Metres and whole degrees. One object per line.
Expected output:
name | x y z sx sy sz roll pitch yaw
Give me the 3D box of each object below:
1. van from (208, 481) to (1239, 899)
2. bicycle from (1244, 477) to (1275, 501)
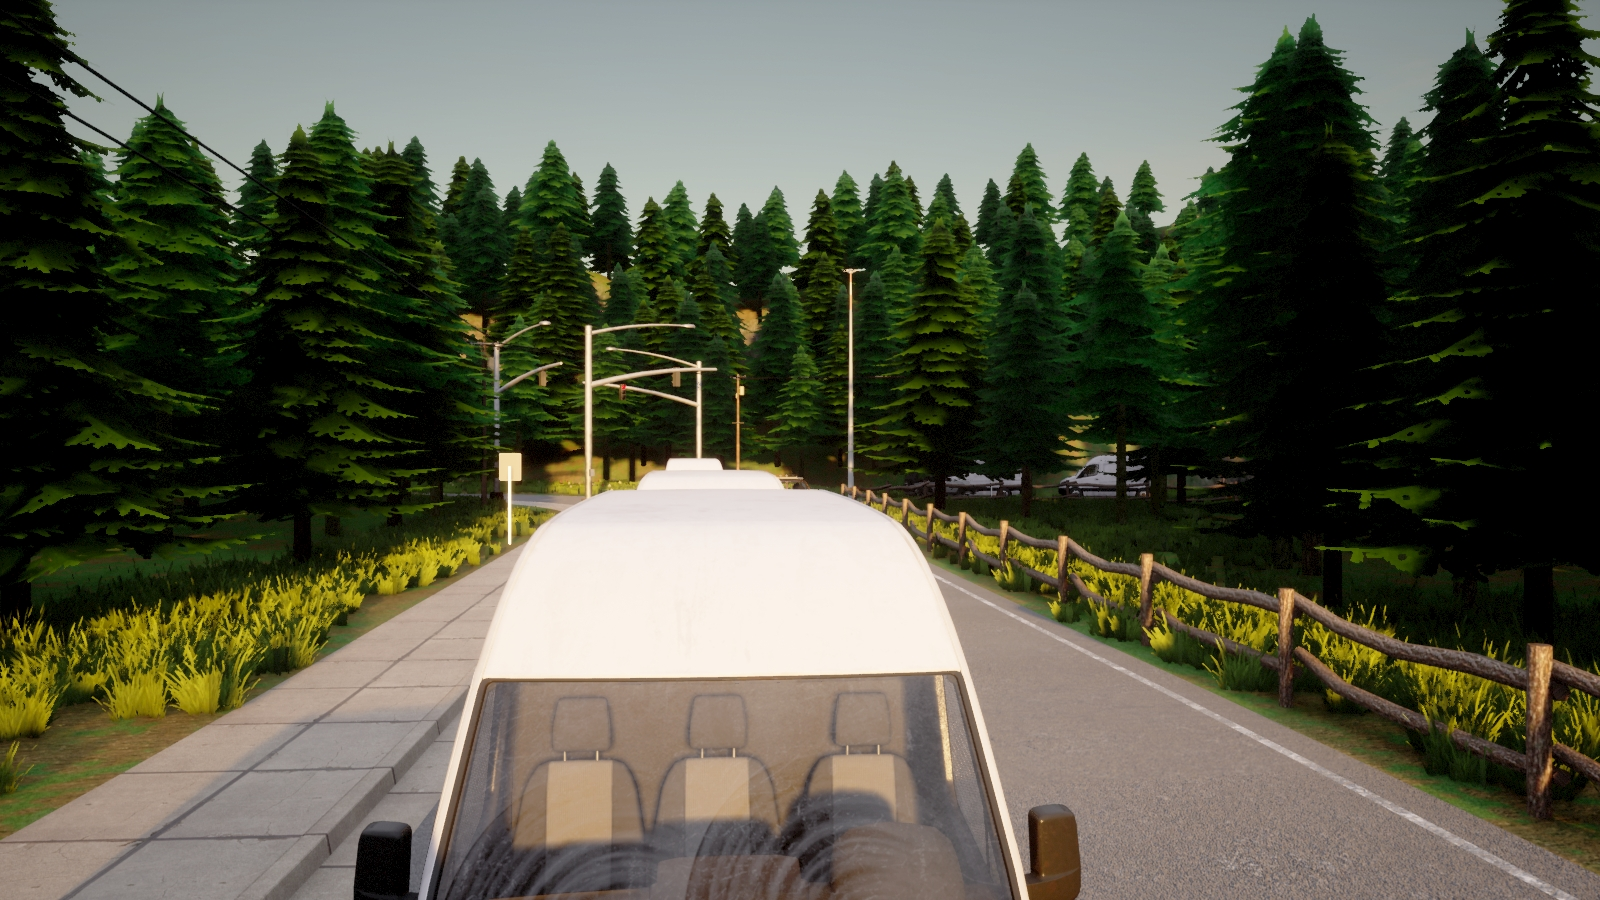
van | -0.348 1.499 5.156 1.988 2.561 5.915 0 0 -5
bicycle | 25.320 2.158 62.925 1.487 1.276 0.859 0 0 27
